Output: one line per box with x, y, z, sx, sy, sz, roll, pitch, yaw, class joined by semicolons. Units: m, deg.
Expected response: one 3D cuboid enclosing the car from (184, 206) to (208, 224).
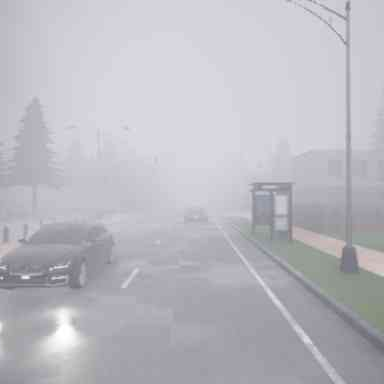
0.334;1.885;27.831;1.994;1.385;4.181;0;-1;1;car

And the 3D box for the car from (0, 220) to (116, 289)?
-3.515;1.614;9.511;1.837;1.490;4.892;0;-1;1;car
